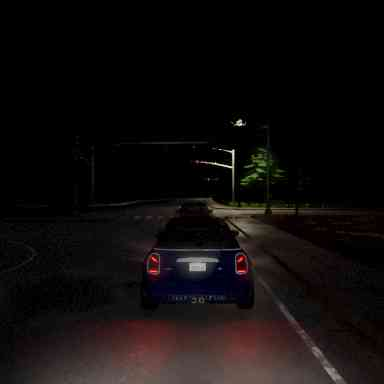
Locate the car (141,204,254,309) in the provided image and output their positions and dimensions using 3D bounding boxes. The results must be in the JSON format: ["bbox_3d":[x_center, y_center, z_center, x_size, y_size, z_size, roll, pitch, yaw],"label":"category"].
[{"bbox_3d":[0.100,1.347,8.020,2.097,1.767,4.553,0,0,0],"label":"car"}]

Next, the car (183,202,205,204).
[{"bbox_3d":[0.102,1.338,18.141,2.097,1.767,4.553,0,0,0],"label":"car"}]
